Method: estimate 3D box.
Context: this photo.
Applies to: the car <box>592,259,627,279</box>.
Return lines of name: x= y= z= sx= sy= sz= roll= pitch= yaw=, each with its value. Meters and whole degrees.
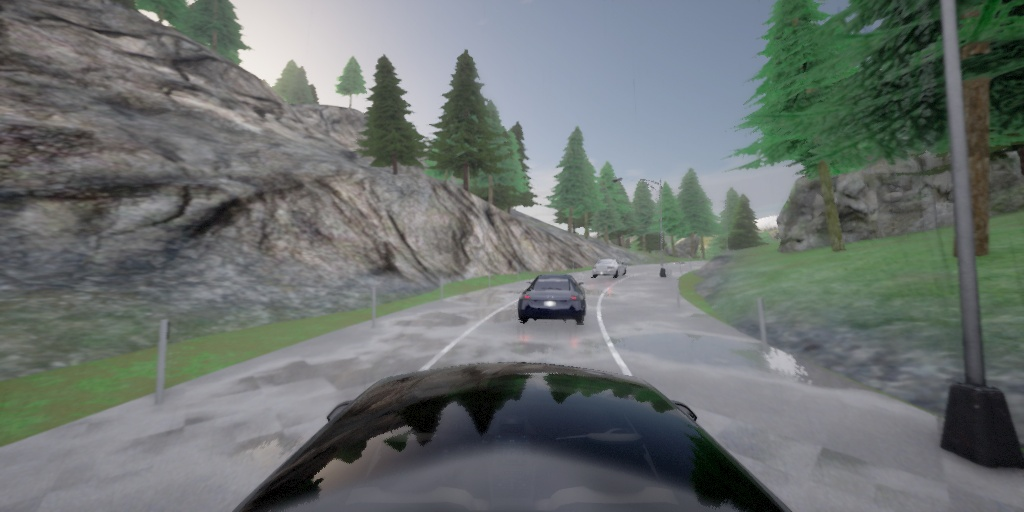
car: x=7.660 y=0.947 z=28.168 sx=1.812 sy=1.442 sz=4.674 roll=-2 pitch=1 yaw=29

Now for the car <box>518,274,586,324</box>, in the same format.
car: x=1.419 y=1.278 z=11.913 sx=1.994 sy=1.385 sz=4.181 roll=0 pitch=0 yaw=11
